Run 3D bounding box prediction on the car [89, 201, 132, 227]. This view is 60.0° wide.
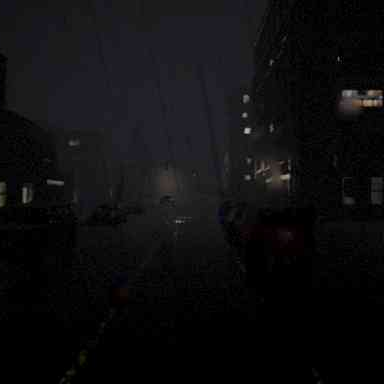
[{"bbox_3d":[-5.674,1.463,22.640,1.967,1.590,4.097,1,0,0],"label":"car"}]

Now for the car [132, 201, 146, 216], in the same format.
[{"bbox_3d":[-5.677,1.584,33.454,2.008,1.369,4.403,1,0,0],"label":"car"}]

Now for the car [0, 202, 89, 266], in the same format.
[{"bbox_3d":[-5.672,1.327,11.825,2.192,1.841,5.009,1,0,0],"label":"car"}]

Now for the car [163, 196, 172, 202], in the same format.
[{"bbox_3d":[-5.676,1.618,77.091,1.887,1.381,4.507,1,0,0],"label":"car"}]

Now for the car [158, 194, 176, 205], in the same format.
[{"bbox_3d":[-3.000,1.156,41.144,1.837,1.490,4.892,0,0,0],"label":"car"}]

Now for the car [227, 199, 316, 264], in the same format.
[{"bbox_3d":[2.708,1.327,11.818,2.192,1.841,5.009,1,0,0],"label":"car"}]

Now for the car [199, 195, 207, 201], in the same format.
[{"bbox_3d":[2.707,1.519,82.839,1.967,1.590,4.097,1,0,0],"label":"car"}]

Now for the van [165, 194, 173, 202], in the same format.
[{"bbox_3d":[-5.671,1.420,82.779,1.690,1.788,3.998,1,0,0],"label":"van"}]

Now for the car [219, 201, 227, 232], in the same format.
[{"bbox_3d":[2.705,1.458,17.225,1.967,1.590,4.097,1,0,0],"label":"car"}]

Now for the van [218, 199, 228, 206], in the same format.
[{"bbox_3d":[2.708,1.364,22.632,1.690,1.788,3.998,1,0,0],"label":"van"}]

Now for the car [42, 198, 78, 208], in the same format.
[{"bbox_3d":[-19.299,1.661,48.708,4.507,1.381,1.887,0,-1,1],"label":"car"}]
